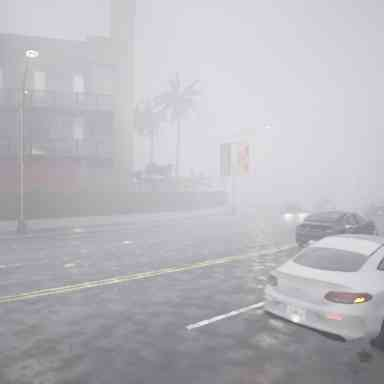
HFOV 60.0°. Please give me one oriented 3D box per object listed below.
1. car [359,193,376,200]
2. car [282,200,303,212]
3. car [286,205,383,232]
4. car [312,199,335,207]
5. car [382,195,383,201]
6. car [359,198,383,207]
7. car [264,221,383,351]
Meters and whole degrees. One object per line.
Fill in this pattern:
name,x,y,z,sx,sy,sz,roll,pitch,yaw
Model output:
car,36.605,1.225,70.992,2.185,1.767,4.553,0,0,-14
car,11.525,1.645,38.334,1.895,1.301,4.718,0,0,10
car,5.923,1.499,13.425,1.837,1.490,4.892,1,1,44
car,14.981,1.510,37.778,2.128,1.511,4.902,0,0,10
car,43.982,1.379,72.815,1.816,1.474,4.193,0,0,-14
car,15.974,1.514,28.813,1.812,1.442,4.674,0,0,22
car,3.229,1.523,6.152,4.674,1.442,1.812,0,0,-40
